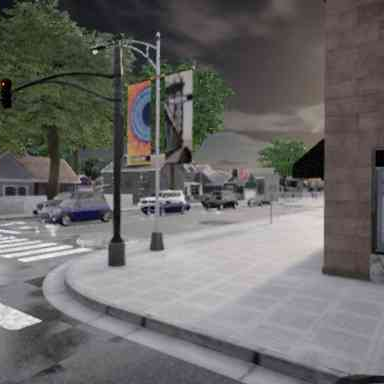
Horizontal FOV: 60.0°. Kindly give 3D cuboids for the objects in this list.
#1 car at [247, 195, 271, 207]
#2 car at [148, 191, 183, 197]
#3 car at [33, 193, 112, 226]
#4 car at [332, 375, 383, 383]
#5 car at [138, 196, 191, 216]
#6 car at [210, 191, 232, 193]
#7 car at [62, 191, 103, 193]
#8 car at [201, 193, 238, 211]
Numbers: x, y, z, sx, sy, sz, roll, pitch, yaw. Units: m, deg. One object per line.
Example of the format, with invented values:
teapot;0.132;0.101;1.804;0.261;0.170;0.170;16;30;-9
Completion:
car;9.048;1.109;44.287;2.128;1.511;4.902;1;1;36
car;-2.902;0.899;33.180;2.150;2.045;5.566;1;1;35
car;-7.408;1.124;21.291;2.097;1.767;4.553;1;1;35
car;2.400;1.577;1.097;4.313;1.339;1.947;1;0;36
car;-2.190;1.322;28.613;1.895;1.301;4.718;1;1;36
car;3.347;0.841;41.914;2.150;2.045;5.566;1;1;35
car;-8.888;0.956;24.865;2.150;2.045;5.566;1;1;34
car;3.256;1.148;36.219;1.882;1.535;5.008;1;1;35
